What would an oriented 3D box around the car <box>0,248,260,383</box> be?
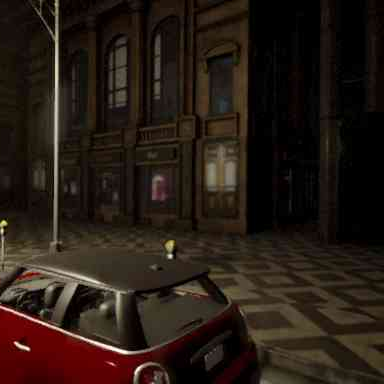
[{"bbox_3d":[-1.389,1.415,3.953,4.097,1.590,1.967,1,0,36],"label":"car"}]
